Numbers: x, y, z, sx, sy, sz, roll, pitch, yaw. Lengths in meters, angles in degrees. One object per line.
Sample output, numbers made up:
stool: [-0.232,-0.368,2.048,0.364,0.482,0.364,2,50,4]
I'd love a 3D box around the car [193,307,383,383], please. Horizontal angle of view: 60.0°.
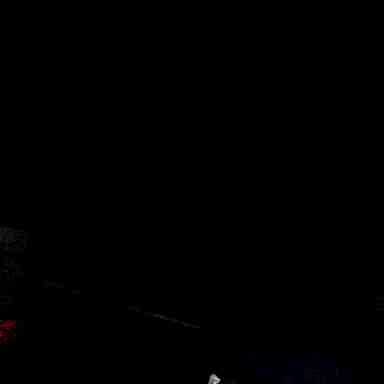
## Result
car: [2.247,1.429,1.960,4.856,1.649,2.033,0,0,36]

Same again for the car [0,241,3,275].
car: [-6.694,1.398,8.347,5.008,1.535,1.882,1,1,36]
